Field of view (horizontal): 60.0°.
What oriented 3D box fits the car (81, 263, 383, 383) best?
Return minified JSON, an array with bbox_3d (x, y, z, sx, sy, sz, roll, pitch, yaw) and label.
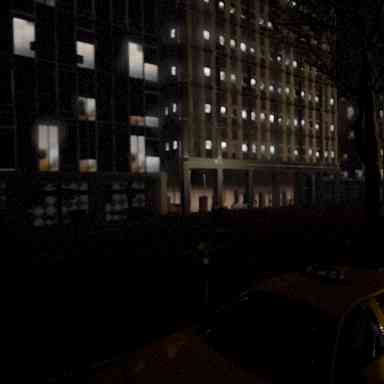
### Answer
[{"bbox_3d":[1.144,1.457,3.264,4.829,1.417,1.752,-2,1,-36],"label":"car"}]
